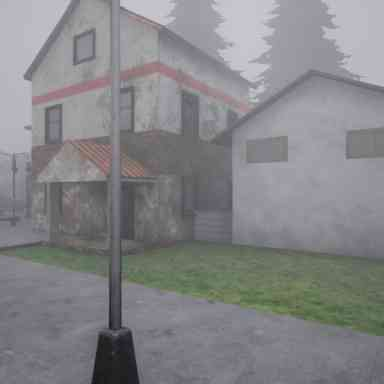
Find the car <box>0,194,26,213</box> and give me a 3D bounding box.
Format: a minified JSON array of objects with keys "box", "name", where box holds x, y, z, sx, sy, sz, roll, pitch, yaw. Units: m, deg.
[{"box":[-20.094,1.219,34.546,2.150,2.045,5.566,0,0,36],"name":"car"}]
